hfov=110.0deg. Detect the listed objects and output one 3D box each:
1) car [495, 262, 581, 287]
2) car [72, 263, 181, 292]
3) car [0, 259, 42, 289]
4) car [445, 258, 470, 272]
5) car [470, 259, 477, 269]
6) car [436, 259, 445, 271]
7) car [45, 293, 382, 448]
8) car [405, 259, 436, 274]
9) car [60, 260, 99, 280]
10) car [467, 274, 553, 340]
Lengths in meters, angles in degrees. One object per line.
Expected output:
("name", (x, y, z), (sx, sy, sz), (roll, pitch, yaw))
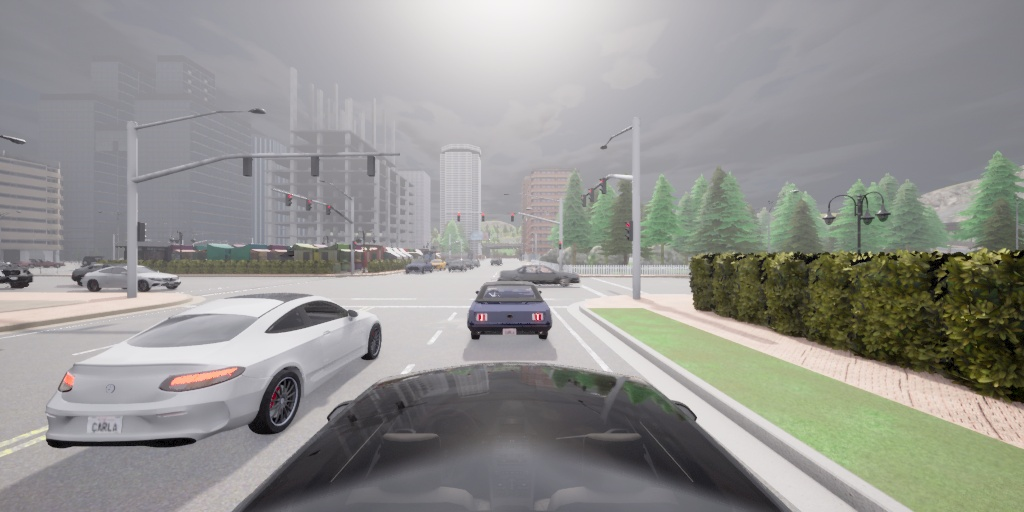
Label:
("car", (1.730, 1.298, 23.602), (5.357, 1.411, 2.033), (0, 0, 2))
("car", (-21.967, 1.276, 20.758), (4.674, 1.442, 1.812), (0, 0, 2))
("car", (-31.821, 0.973, 21.006), (5.566, 2.045, 2.150), (0, 0, 2))
("car", (-7.075, 1.255, 46.901), (1.837, 1.490, 4.892), (0, 0, 0))
("car", (-7.052, 1.255, 56.011), (1.837, 1.490, 4.892), (0, 0, 0))
("car", (-10.566, 1.228, 50.524), (1.882, 1.535, 5.008), (0, 0, 0))
("car", (-3.505, 1.276, 5.362), (1.812, 1.442, 4.674), (0, 0, -1))
("car", (-10.713, 1.102, 41.561), (2.097, 1.767, 4.553), (0, 0, 3))
("car", (-26.814, 1.241, 24.372), (4.902, 1.511, 2.128), (0, 0, 2))
("car", (-0.089, 1.351, 9.969), (1.895, 1.301, 4.718), (0, 0, -1))
